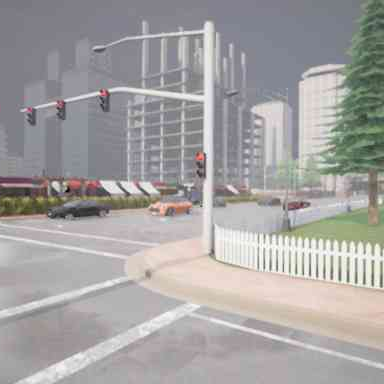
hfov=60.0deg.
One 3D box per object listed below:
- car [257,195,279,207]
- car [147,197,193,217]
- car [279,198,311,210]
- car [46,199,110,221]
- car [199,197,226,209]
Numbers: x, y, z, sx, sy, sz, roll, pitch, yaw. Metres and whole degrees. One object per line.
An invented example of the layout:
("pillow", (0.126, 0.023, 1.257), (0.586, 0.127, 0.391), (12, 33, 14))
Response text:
("car", (11.260, 1.200, 48.611), (2.097, 1.767, 4.553), (1, 0, 35))
("car", (-1.888, 1.204, 29.338), (2.097, 1.767, 4.553), (1, 0, 34))
("car", (11.633, 1.386, 36.444), (1.882, 1.535, 5.008), (1, 0, 34))
("car", (-8.656, 1.302, 25.603), (1.882, 1.535, 5.008), (1, 0, 34))
("car", (2.623, 1.386, 42.202), (1.994, 1.385, 4.181), (1, 0, 34))
